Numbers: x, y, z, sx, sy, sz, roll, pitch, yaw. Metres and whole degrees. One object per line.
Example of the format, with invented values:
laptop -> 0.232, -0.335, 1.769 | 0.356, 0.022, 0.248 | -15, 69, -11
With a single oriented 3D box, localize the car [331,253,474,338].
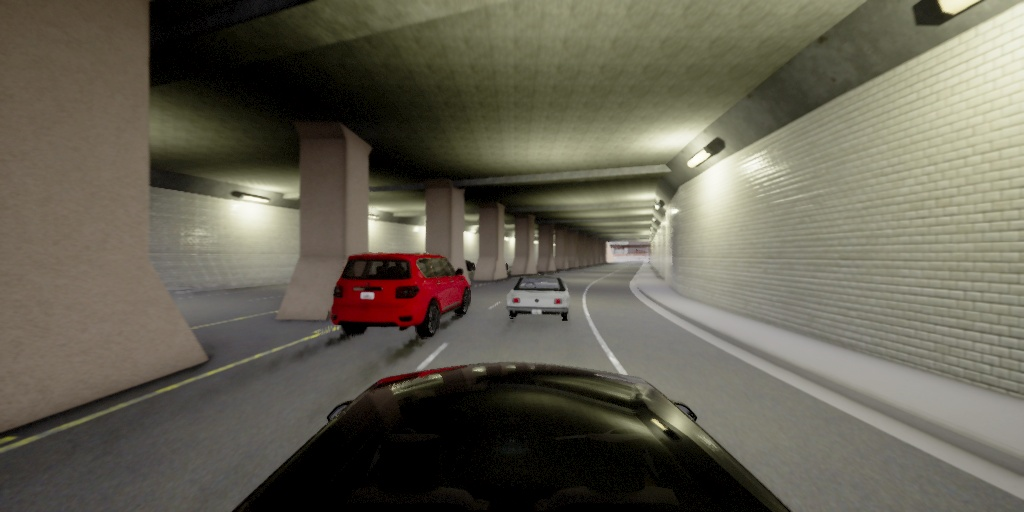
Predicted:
car -> -2.775, 0.937, 10.294 | 2.150, 2.045, 5.566 | 0, 0, 6

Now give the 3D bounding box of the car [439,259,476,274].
car -> -5.936, 1.111, 39.770 | 1.882, 1.535, 5.008 | 0, 0, 21

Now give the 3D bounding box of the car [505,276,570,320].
car -> 1.039, 1.334, 12.602 | 1.895, 1.301, 4.718 | 0, 0, 8

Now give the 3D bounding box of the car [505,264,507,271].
car -> -1.986, 1.182, 40.311 | 1.812, 1.442, 4.674 | 0, 0, 21
